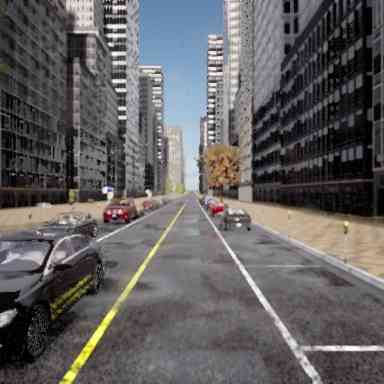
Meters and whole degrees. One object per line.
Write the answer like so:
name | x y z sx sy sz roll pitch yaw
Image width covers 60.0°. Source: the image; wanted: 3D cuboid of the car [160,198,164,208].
car | -5.688 1.807 49.565 1.947 1.339 4.313 0 0 0

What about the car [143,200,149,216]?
car | -5.689 1.683 32.391 1.752 1.417 4.829 0 0 0

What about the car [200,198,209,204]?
car | 2.695 1.930 72.235 1.802 1.307 4.206 0 0 0

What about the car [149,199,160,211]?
car | -5.688 1.758 43.898 1.887 1.381 4.507 0 0 0

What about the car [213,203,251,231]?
car | 2.691 1.654 21.224 2.008 1.369 4.403 0 0 0

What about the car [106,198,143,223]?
car | -5.690 1.446 26.895 2.192 1.841 5.009 0 0 0

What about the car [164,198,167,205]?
car | -5.687 1.792 55.063 1.752 1.417 4.829 0 0 0

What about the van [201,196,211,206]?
van | 2.693 1.582 49.564 1.690 1.788 3.998 0 0 0

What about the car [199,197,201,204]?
car | 2.693 1.818 55.231 2.008 1.369 4.403 0 0 0

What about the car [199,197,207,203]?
car | 2.696 1.966 83.571 1.947 1.339 4.313 0 0 0

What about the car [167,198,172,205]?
car | -5.686 1.887 66.568 1.947 1.339 4.313 0 0 0

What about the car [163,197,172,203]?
car | -5.685 1.956 77.905 1.802 1.307 4.206 0 0 0

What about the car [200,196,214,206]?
car | 2.693 1.609 60.900 2.192 1.841 5.009 0 0 0

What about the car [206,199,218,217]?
car | 2.691 1.703 32.560 1.887 1.381 4.507 0 0 0

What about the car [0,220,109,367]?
car | -2.999 1.521 6.040 2.128 1.511 4.902 0 0 0

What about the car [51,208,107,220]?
car | -5.690 1.627 15.558 2.008 1.369 4.403 0 0 0

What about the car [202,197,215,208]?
car | 2.692 1.758 43.896 1.887 1.381 4.507 0 0 0
